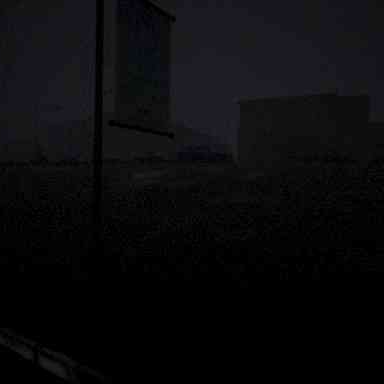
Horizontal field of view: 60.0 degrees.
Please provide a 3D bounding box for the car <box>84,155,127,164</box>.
[{"bbox_3d":[-8.988,-3.382,36.780,4.892,1.521,2.231,1,1,27],"label":"car"}]

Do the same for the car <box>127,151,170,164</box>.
[{"bbox_3d":[-3.910,-3.381,34.332,4.553,1.767,2.185,1,1,26],"label":"car"}]

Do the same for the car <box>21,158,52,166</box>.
[{"bbox_3d":[-18.679,-3.563,41.855,4.792,1.488,2.163,1,1,29],"label":"car"}]

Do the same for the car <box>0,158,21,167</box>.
[{"bbox_3d":[-23.669,-3.827,44.660,4.553,1.767,2.185,1,1,31],"label":"car"}]

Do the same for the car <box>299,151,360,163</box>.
[{"bbox_3d":[11.366,-2.709,27.732,4.674,1.452,2.002,2,1,22],"label":"car"}]

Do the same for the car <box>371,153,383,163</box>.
[{"bbox_3d":[16.535,-2.496,25.743,4.674,1.452,2.002,2,1,21],"label":"car"}]

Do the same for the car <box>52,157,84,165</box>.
[{"bbox_3d":[-13.818,-3.447,39.243,4.674,1.452,2.002,1,1,28],"label":"car"}]

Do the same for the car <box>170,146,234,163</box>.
[{"bbox_3d":[1.188,-3.358,31.988,5.566,2.045,2.435,2,1,25],"label":"car"}]
